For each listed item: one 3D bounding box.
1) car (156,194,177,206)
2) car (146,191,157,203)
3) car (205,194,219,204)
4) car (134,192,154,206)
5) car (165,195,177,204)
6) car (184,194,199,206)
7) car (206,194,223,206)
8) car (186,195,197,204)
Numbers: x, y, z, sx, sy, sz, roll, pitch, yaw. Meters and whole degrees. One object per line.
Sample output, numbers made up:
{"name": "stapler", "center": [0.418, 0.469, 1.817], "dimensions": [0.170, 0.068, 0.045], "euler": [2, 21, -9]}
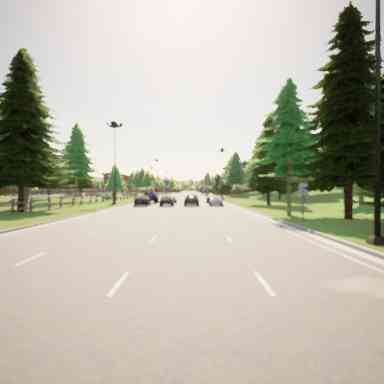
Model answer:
{"name": "car", "center": [-3.565, 1.242, 47.525], "dimensions": [1.837, 1.490, 4.892], "euler": [0, 0, 0]}
{"name": "car", "center": [-7.079, 0.901, 57.968], "dimensions": [2.150, 2.045, 5.566], "euler": [0, 0, 0]}
{"name": "car", "center": [3.421, 1.171, 57.954], "dimensions": [2.128, 1.511, 4.902], "euler": [0, 0, 0]}
{"name": "car", "center": [-7.065, 1.214, 47.520], "dimensions": [1.882, 1.535, 5.008], "euler": [0, 0, 0]}
{"name": "car", "center": [-3.579, 1.280, 57.975], "dimensions": [1.895, 1.301, 4.718], "euler": [0, 0, 0]}
{"name": "car", "center": [-0.065, 1.087, 47.882], "dimensions": [2.097, 1.767, 4.553], "euler": [0, 0, 0]}
{"name": "car", "center": [3.435, 1.260, 47.951], "dimensions": [1.812, 1.442, 4.674], "euler": [0, 0, 0]}
{"name": "car", "center": [-0.079, 1.243, 57.950], "dimensions": [1.994, 1.385, 4.181], "euler": [0, 0, 0]}
